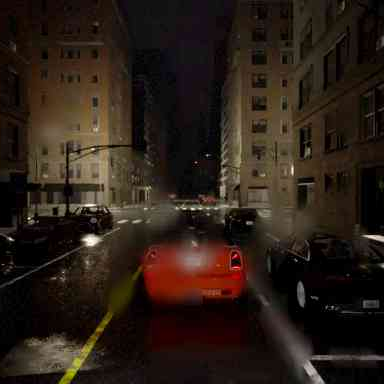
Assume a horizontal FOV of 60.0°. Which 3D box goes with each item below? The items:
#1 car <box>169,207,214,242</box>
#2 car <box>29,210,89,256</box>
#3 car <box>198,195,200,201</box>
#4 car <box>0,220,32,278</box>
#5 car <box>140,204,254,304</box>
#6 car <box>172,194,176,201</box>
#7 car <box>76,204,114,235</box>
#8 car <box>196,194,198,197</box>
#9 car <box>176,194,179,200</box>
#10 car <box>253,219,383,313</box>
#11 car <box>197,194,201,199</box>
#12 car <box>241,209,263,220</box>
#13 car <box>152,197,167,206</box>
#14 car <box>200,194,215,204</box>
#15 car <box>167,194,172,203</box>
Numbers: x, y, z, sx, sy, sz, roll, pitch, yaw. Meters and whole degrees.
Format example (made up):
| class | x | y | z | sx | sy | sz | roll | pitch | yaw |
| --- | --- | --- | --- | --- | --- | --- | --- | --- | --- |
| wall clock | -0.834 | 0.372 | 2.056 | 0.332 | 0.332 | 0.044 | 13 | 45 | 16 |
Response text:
| class | x | y | z | sx | sy | sz | roll | pitch | yaw |
| --- | --- | --- | --- | --- | --- | --- | --- | --- | --- |
| car | -0.016 | 1.564 | 16.988 | 1.994 | 1.385 | 4.181 | 0 | 0 | 0 |
| car | -5.685 | 1.581 | 12.964 | 1.802 | 1.307 | 4.206 | 0 | 0 | 0 |
| car | 2.831 | 1.603 | 66.383 | 2.008 | 1.369 | 4.403 | 0 | 0 | 0 |
| car | -5.678 | 1.565 | 7.463 | 1.947 | 1.339 | 4.313 | 0 | 0 | 0 |
| car | 0.053 | 1.351 | 8.334 | 2.097 | 1.767 | 4.553 | 0 | 0 | 0 |
| car | -5.685 | 1.621 | 82.441 | 1.752 | 1.417 | 4.829 | 0 | 0 | 0 |
| car | -5.691 | 1.440 | 18.466 | 1.967 | 1.590 | 4.097 | 0 | 0 | 0 |
| car | 2.843 | 1.556 | 88.019 | 1.967 | 1.590 | 4.097 | 0 | 0 | 0 |
| car | -5.679 | 1.452 | 93.429 | 2.192 | 1.841 | 5.009 | 0 | 0 | 0 |
| car | 2.847 | 1.550 | 7.473 | 2.008 | 1.369 | 4.403 | 0 | 0 | 0 |
| car | 2.836 | 1.520 | 77.202 | 1.967 | 1.590 | 4.097 | 0 | 0 | 0 |
| car | 2.834 | 1.566 | 18.475 | 1.947 | 1.339 | 4.313 | 0 | 0 | 0 |
| car | -5.701 | 1.615 | 55.569 | 1.802 | 1.307 | 4.206 | 0 | 0 | 0 |
| car | 2.823 | 1.473 | 55.566 | 1.967 | 1.590 | 4.097 | 0 | 0 | 0 |
| car | -5.694 | 1.603 | 66.385 | 2.008 | 1.369 | 4.403 | 0 | 0 | 0 |
